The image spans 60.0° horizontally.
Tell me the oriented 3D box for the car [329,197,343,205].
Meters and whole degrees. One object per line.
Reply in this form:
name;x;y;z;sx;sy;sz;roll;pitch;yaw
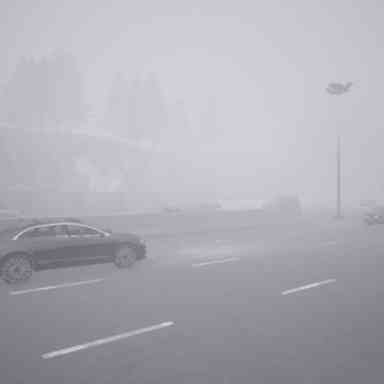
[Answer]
car;28.678;1.836;66.323;2.128;1.511;4.902;0;0;35

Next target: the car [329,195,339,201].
car;37.295;1.579;87.396;1.994;1.385;4.181;0;0;27

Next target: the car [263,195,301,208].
car;10.833;1.399;39.689;5.566;2.045;2.150;1;0;-41

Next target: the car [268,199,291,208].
car;14.153;1.801;53.641;1.994;1.385;4.181;0;0;42

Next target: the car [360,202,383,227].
car;13.729;1.663;23.099;5.357;1.411;2.033;0;0;-42

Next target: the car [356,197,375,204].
car;29.766;1.775;55.972;2.128;1.511;4.902;0;0;38

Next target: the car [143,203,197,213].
car;-2.293;1.693;24.044;4.718;1.301;1.895;0;0;-37

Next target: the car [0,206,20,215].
car;-16.505;1.679;26.615;4.718;1.301;1.895;0;0;-36

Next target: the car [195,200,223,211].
car;1.207;1.637;35.995;4.902;1.511;2.128;0;0;-41

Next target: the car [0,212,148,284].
car;-3.680;1.525;9.712;4.902;1.511;2.128;0;0;-36
